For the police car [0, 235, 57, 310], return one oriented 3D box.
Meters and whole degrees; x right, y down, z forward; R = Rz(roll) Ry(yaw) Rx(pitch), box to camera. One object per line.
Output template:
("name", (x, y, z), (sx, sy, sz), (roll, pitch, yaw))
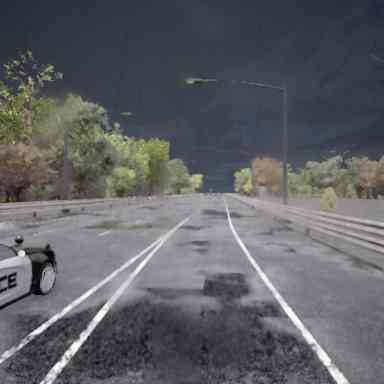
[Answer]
("police car", (-4.200, 1.433, 5.845), (1.930, 1.638, 5.238), (0, 0, 5))
